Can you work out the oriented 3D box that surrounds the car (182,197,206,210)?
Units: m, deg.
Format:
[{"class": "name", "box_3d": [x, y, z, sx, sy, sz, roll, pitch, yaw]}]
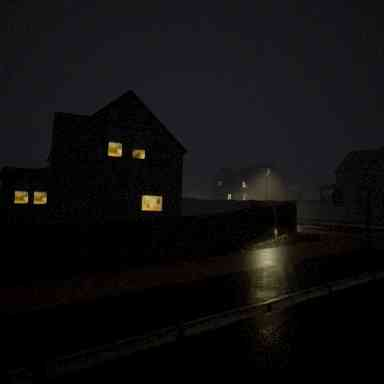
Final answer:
[{"class": "car", "box_3d": [0.074, 1.667, 38.999, 2.150, 2.045, 5.566, 3, -2, -22]}]

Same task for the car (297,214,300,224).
[{"class": "car", "box_3d": [6.284, 1.729, 25.951, 1.812, 1.442, 4.674, 3, -2, -28]}]
